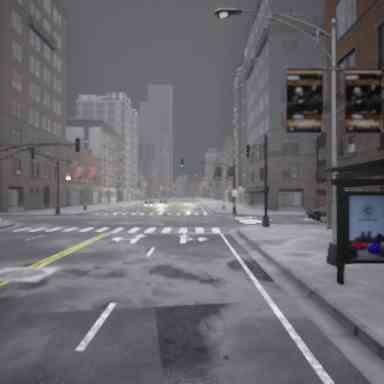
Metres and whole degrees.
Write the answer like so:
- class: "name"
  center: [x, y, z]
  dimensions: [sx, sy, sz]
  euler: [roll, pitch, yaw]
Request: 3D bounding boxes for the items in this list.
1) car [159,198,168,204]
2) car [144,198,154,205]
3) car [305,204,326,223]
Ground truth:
- class: "car"
  center: [-6.428, 2.049, 75.520]
  dimensions: [1.837, 1.490, 4.892]
  euler: [0, -1, 0]
- class: "car"
  center: [-9.678, 2.074, 75.523]
  dimensions: [2.128, 1.511, 4.902]
  euler: [0, -1, 0]
- class: "car"
  center: [12.186, 1.799, 28.274]
  dimensions: [4.892, 1.490, 1.837]
  euler: [0, 0, 0]
